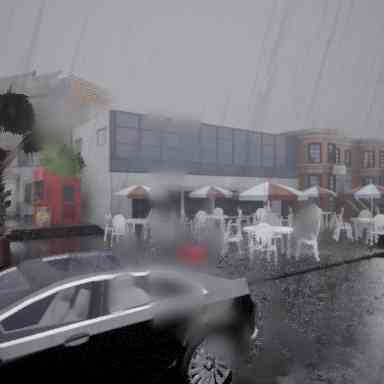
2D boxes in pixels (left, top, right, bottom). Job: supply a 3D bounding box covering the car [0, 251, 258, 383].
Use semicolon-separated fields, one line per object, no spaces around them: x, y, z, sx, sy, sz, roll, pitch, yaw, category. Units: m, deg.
-1.448;1.491;3.571;4.902;1.511;2.128;0;0;-35;car
